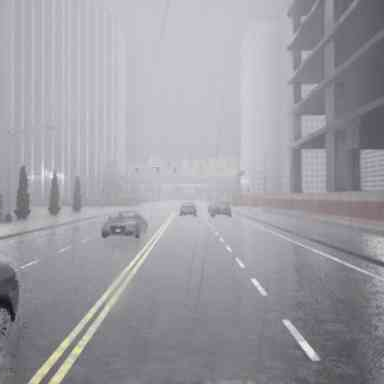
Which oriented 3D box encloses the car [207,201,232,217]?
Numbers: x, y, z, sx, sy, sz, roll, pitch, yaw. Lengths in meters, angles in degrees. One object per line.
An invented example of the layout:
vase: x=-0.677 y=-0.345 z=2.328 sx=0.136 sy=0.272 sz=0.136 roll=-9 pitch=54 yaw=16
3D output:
car: x=3.118 y=1.828 z=36.864 sx=2.097 sy=1.767 sz=4.553 roll=0 pitch=-1 yaw=0

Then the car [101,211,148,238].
car: x=-3.758 y=1.814 z=19.044 sx=1.994 sy=1.385 sz=4.181 roll=0 pitch=-1 yaw=1

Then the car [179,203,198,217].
car: x=-0.386 y=1.976 z=37.329 sx=2.128 sy=1.511 sz=4.902 roll=0 pitch=-1 yaw=0

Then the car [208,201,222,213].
car: x=3.154 y=2.101 z=46.098 sx=1.837 sy=1.490 sz=4.892 roll=0 pitch=-1 yaw=3

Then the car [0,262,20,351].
car: x=-3.628 y=1.537 z=3.326 sx=2.128 sy=1.511 sz=4.902 roll=0 pitch=-1 yaw=-1

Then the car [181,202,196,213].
car: x=-0.530 y=2.165 z=46.308 sx=1.994 sy=1.385 sz=4.181 roll=0 pitch=-1 yaw=0
